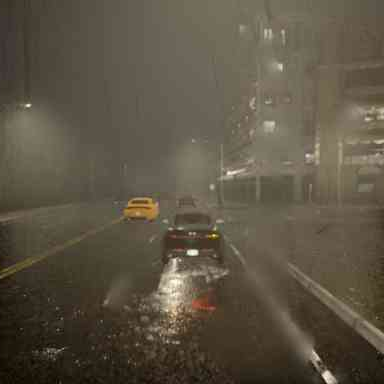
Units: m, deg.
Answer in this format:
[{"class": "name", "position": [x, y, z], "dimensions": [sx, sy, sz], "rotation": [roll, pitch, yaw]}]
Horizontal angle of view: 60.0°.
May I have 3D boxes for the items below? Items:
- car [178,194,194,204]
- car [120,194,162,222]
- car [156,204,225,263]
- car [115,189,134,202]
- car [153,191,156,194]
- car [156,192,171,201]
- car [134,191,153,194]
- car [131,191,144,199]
[{"class": "car", "position": [-0.717, 0.938, 41.193], "dimensions": [1.882, 1.535, 5.008], "rotation": [0, 1, -2]}, {"class": "car", "position": [-3.419, 1.170, 23.080], "dimensions": [1.882, 1.535, 5.008], "rotation": [0, 1, -1]}, {"class": "car", "position": [0.038, 1.350, 11.288], "dimensions": [1.837, 1.490, 4.892], "rotation": [0, 0, 0]}, {"class": "car", "position": [-11.202, 0.511, 54.918], "dimensions": [2.150, 2.045, 5.566], "rotation": [0, 1, -2]}, {"class": "car", "position": [-8.483, 0.547, 71.731], "dimensions": [1.882, 1.535, 5.008], "rotation": [0, 1, -2]}, {"class": "car", "position": [-4.641, 0.736, 57.216], "dimensions": [1.882, 1.535, 5.008], "rotation": [0, 1, -2]}, {"class": "car", "position": [-7.957, 0.888, 55.066], "dimensions": [1.895, 1.301, 4.718], "rotation": [0, 1, -2]}, {"class": "car", "position": [-11.730, 0.614, 71.601], "dimensions": [2.033, 1.411, 5.357], "rotation": [0, 1, -2]}]
